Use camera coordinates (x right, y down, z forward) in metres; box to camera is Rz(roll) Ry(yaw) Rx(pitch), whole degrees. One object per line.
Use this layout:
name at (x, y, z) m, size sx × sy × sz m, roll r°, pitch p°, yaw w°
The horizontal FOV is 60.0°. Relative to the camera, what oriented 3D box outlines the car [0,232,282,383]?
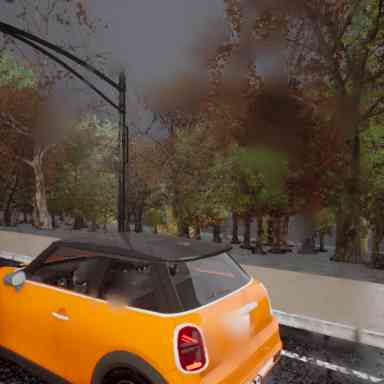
car at (-1.223, 1.351, 4.569) m, size 4.553 × 1.767 × 2.097 m, roll 0°, pitch 0°, yaw 36°
